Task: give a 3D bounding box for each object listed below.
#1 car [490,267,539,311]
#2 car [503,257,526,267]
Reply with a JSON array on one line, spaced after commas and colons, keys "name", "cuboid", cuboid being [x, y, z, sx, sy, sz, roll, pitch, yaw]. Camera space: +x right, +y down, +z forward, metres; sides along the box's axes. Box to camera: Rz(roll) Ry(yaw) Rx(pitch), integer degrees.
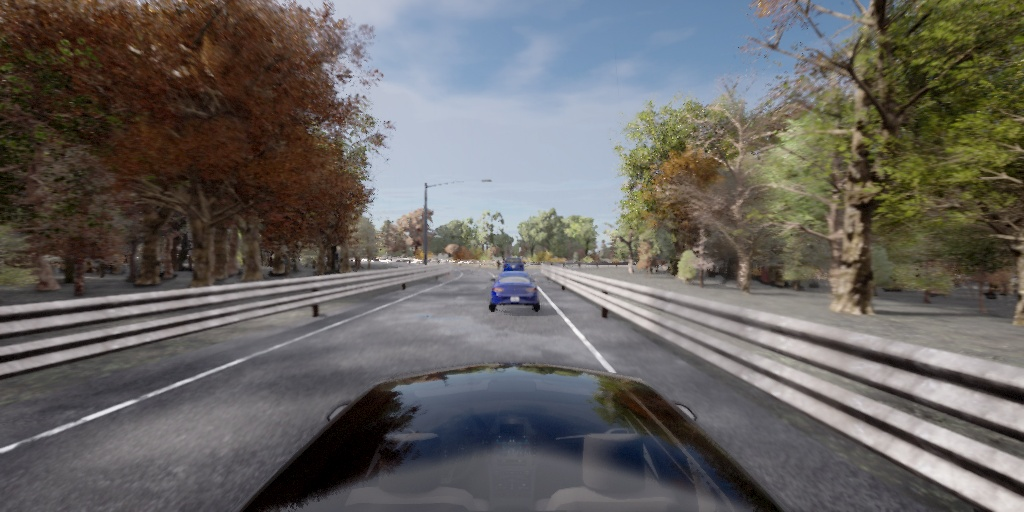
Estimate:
[{"name": "car", "cuboid": [0.099, 1.345, 14.769, 1.812, 1.442, 4.674, 0, 0, 0]}, {"name": "car", "cuboid": [0.299, 1.152, 37.859, 2.150, 2.045, 5.566, 0, 0, 4]}]
